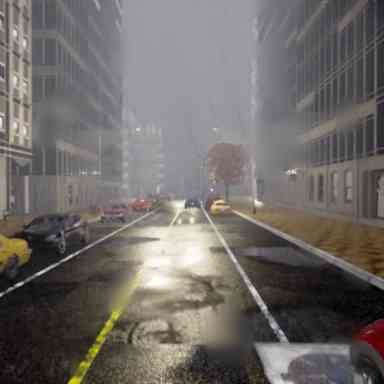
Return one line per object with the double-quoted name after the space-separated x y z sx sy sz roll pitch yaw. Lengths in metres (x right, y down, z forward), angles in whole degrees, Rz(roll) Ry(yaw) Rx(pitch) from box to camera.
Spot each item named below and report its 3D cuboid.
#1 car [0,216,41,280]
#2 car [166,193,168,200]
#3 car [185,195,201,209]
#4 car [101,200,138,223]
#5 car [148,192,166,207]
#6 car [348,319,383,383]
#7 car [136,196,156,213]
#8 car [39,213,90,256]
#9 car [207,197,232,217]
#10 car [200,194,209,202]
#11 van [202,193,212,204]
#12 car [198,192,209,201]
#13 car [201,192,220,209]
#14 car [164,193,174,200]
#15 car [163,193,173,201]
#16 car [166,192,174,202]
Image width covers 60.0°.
-5.317 1.494 7.193 1.752 1.417 4.829 0 0 0 "car"
-5.329 1.213 51.742 1.967 1.590 4.097 0 0 0 "car"
0.090 1.380 42.422 1.994 1.385 4.181 0 0 0 "car"
-5.322 1.479 24.006 1.802 1.307 4.206 0 0 0 "car"
-5.327 1.113 46.194 2.192 1.841 5.009 0 0 0 "car"
2.564 1.432 1.817 1.967 1.590 4.097 0 0 0 "car"
-5.324 1.393 35.100 1.887 1.381 4.507 0 0 0 "car"
-5.319 1.510 12.910 1.947 1.339 4.313 0 0 0 "car"
2.557 1.398 29.725 1.752 1.417 4.829 0 0 0 "car"
2.547 1.221 68.557 1.752 1.417 4.829 0 0 0 "car"
2.550 1.090 57.291 1.690 1.788 3.998 0 0 0 "van"
2.546 0.986 73.933 2.192 1.841 5.009 0 0 0 "car"
2.559 1.139 40.647 2.192 1.841 5.009 0 0 0 "car"
-5.426 1.084 79.475 1.967 1.590 4.097 0 0 0 "car"
-5.334 1.110 73.931 1.967 1.590 4.097 0 0 0 "car"
-5.333 1.011 68.384 2.192 1.841 5.009 0 0 0 "car"
